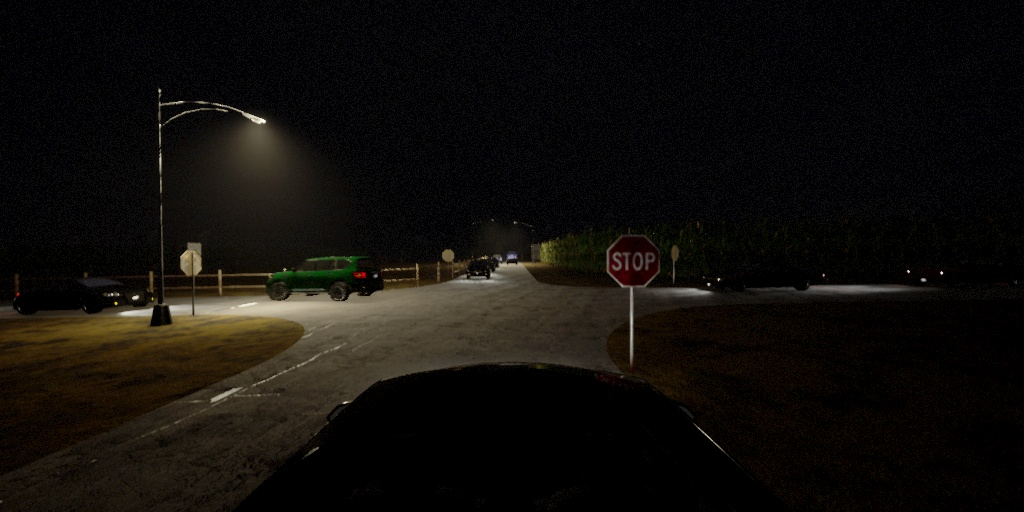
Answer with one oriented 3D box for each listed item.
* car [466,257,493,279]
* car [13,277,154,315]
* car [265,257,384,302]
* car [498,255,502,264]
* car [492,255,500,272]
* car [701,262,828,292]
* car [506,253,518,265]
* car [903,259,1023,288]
[{"bbox_3d":[-2.789,1.104,30.485,1.837,1.490,4.892,0,0,-2],"label":"car"},{"bbox_3d":[-17.611,1.588,14.878,4.181,1.385,1.994,-1,0,0],"label":"car"},{"bbox_3d":[-9.052,1.077,17.462,5.566,2.045,2.150,-1,-1,13],"label":"car"},{"bbox_3d":[-2.816,0.939,50.582,1.812,1.442,4.674,0,1,0],"label":"car"},{"bbox_3d":[-2.834,1.007,40.317,2.128,1.511,4.902,0,0,0],"label":"car"},{"bbox_3d":[12.551,0.990,17.999,5.357,1.411,2.033,-1,0,1],"label":"car"},{"bbox_3d":[0.020,0.772,61.919,2.128,1.511,4.902,0,1,0],"label":"car"},{"bbox_3d":[22.856,0.850,18.013,4.718,1.301,1.895,-1,0,0],"label":"car"}]
